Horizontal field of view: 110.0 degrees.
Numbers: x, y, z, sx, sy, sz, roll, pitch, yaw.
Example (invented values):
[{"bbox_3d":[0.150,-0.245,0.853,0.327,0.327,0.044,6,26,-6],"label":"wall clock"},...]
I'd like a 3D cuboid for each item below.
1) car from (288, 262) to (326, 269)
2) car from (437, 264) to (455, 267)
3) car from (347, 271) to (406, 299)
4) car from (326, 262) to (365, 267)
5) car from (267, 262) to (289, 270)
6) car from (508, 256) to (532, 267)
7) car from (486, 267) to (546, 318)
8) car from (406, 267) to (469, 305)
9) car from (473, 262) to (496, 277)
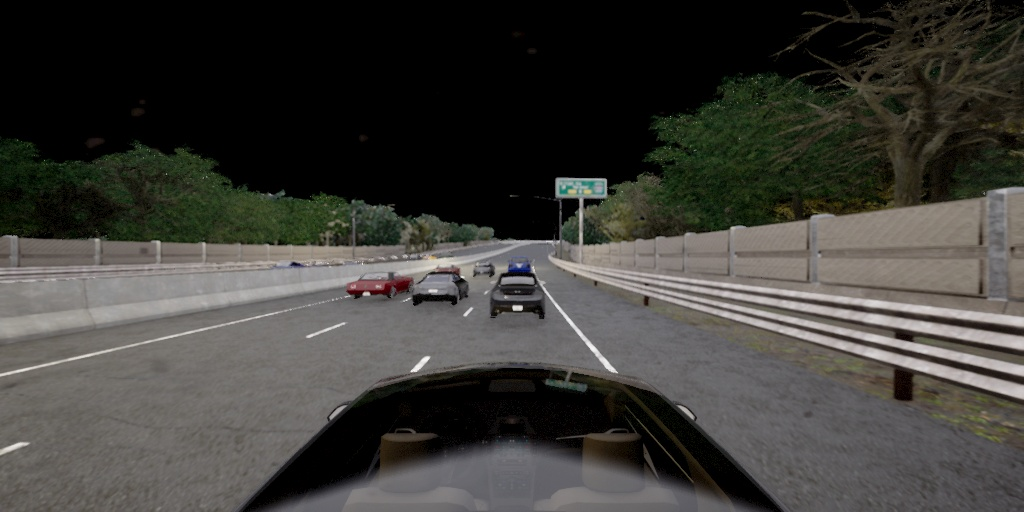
[{"bbox_3d":[-20.382,1.403,36.996,1.895,1.301,4.718,0,0,2],"label":"car"},{"bbox_3d":[-6.251,1.420,34.845,1.895,1.301,4.718,0,0,2],"label":"car"},{"bbox_3d":[-6.681,1.459,18.818,1.895,1.301,4.718,0,0,1],"label":"car"},{"bbox_3d":[-16.852,1.343,37.787,2.033,1.411,5.357,0,0,2],"label":"car"},{"bbox_3d":[-23.839,1.319,38.070,1.812,1.442,4.674,0,0,2],"label":"car"},{"bbox_3d":[0.765,1.039,35.232,2.150,2.045,5.566,0,0,2],"label":"car"},{"bbox_3d":[0.217,1.348,13.481,1.837,1.490,4.892,0,0,1],"label":"car"},{"bbox_3d":[-3.220,1.418,16.812,1.994,1.385,4.181,0,0,1],"label":"car"},{"bbox_3d":[-2.711,1.304,35.895,2.128,1.511,4.902,0,0,2],"label":"car"}]
